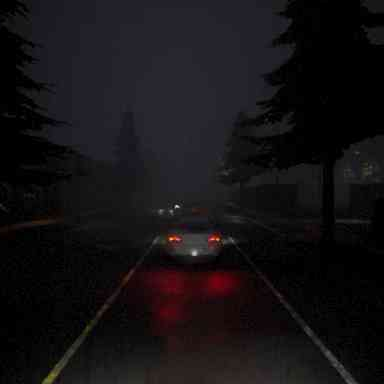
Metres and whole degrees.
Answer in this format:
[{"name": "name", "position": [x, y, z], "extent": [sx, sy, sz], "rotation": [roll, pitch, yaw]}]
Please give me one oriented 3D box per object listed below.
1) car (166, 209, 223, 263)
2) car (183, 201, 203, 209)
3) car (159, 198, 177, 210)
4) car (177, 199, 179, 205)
[{"name": "car", "position": [0.083, 1.577, 12.114], "extent": [1.812, 1.442, 4.674], "rotation": [0, 0, 0]}, {"name": "car", "position": [0.098, 1.621, 34.044], "extent": [1.882, 1.535, 5.008], "rotation": [0, 0, 0]}, {"name": "car", "position": [-3.583, 1.678, 47.586], "extent": [1.882, 1.535, 5.008], "rotation": [0, 0, 0]}, {"name": "car", "position": [-3.518, 1.869, 63.981], "extent": [1.895, 1.301, 4.718], "rotation": [0, 0, 0]}]
